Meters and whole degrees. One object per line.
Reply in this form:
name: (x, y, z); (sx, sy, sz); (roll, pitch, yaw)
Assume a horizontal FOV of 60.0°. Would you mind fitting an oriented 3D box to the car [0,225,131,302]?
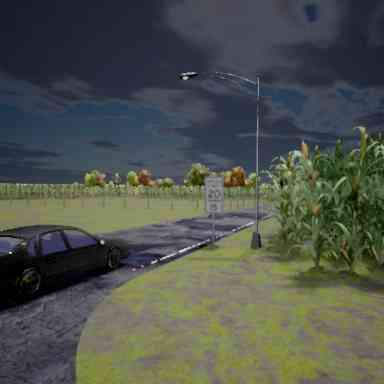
car: (-3.688, 1.565, 8.484); (2.033, 1.411, 5.357); (1, 0, 22)
